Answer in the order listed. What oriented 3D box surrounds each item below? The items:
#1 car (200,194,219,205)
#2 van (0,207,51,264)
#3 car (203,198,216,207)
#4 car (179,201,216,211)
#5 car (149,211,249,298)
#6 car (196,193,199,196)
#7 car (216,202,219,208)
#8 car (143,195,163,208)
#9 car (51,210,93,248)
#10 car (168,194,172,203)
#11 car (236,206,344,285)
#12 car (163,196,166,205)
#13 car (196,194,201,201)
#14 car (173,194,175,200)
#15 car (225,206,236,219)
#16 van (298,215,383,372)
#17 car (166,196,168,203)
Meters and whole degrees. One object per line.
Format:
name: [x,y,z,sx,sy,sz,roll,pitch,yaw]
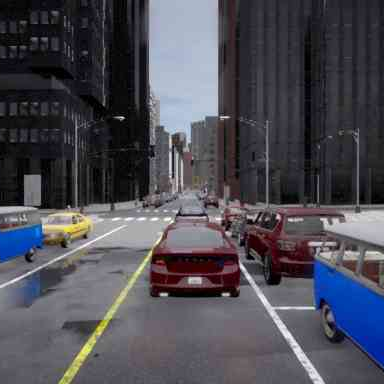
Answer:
car: [2.730,1.334,47.491,2.192,1.841,5.009,0,0,0]
van: [-5.774,1.341,9.407,1.690,1.788,3.998,0,0,0]
car: [2.728,1.591,53.135,1.947,1.339,4.313,0,0,0]
car: [-0.009,1.493,18.998,2.128,1.511,4.902,0,0,0]
car: [0.062,1.477,8.589,1.882,1.535,5.008,0,0,0]
car: [2.705,1.670,92.642,1.947,1.339,4.313,0,0,0]
car: [2.748,1.547,20.450,1.887,1.381,4.507,0,0,0]
car: [-5.794,1.334,47.496,2.192,1.841,5.009,0,0,0]
car: [-5.775,1.526,14.761,1.752,1.417,4.829,0,0,0]
car: [-5.807,1.617,70.069,1.947,1.339,4.313,0,0,0]
car: [2.756,1.315,9.400,2.192,1.841,5.009,0,0,0]
car: [-5.798,1.340,53.139,2.192,1.841,5.009,0,0,0]
car: [2.708,1.635,86.997,1.887,1.381,4.507,0,0,0]
car: [-5.814,1.621,81.355,1.887,1.381,4.507,0,0,0]
car: [2.752,1.551,14.925,2.008,1.369,4.403,0,0,0]
van: [2.761,1.341,3.874,1.690,1.788,3.998,0,0,0]
car: [-5.800,1.597,58.782,1.947,1.339,4.313,0,0,0]
